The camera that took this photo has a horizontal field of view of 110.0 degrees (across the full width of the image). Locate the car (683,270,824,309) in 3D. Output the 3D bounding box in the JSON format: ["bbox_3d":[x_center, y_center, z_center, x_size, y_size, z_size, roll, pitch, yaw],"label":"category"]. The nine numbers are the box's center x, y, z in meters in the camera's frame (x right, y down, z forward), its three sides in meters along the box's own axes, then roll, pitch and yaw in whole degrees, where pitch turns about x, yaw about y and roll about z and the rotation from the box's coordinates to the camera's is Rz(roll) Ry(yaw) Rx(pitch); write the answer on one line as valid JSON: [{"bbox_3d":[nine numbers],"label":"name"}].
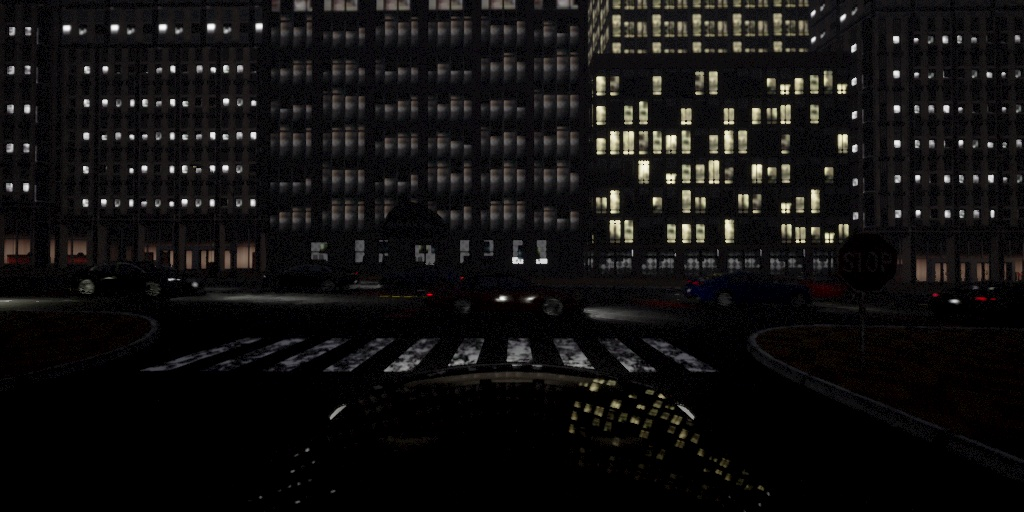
[{"bbox_3d":[10.243,1.402,15.734,5.008,1.535,1.882,1,-1,1],"label":"car"}]

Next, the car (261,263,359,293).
[{"bbox_3d":[-10.882,1.118,19.471,4.902,1.511,2.128,1,0,1],"label":"car"}]

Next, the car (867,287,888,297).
[{"bbox_3d":[20.512,1.725,22.287,4.181,1.385,1.994,1,-1,1],"label":"car"}]

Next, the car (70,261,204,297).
[{"bbox_3d":[-16.666,0.983,16.112,4.902,1.511,2.128,1,-1,1],"label":"car"}]

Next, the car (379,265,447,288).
[{"bbox_3d":[-5.482,1.302,22.642,5.357,1.411,2.033,1,0,1],"label":"car"}]

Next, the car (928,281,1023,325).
[{"bbox_3d":[17.298,1.571,12.368,4.181,1.385,1.994,1,-1,1],"label":"car"}]

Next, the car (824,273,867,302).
[{"bbox_3d":[15.713,1.614,19.104,4.181,1.385,1.994,1,-1,1],"label":"car"}]

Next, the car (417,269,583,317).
[{"bbox_3d":[-0.301,1.300,12.614,5.357,1.411,2.033,0,0,1],"label":"car"}]
